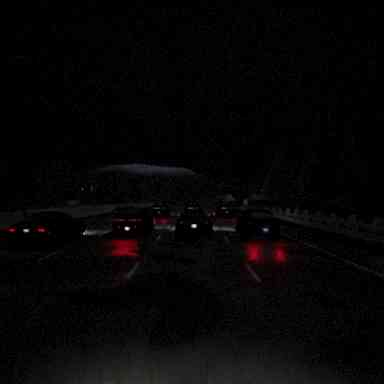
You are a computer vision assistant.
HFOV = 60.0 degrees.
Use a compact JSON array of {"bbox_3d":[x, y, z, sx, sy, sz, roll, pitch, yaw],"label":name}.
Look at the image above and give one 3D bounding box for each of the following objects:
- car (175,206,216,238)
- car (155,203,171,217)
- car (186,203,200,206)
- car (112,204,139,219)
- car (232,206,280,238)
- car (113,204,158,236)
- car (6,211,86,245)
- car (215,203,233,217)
[{"bbox_3d":[0.106,1.727,18.906,1.994,1.385,4.181,0,-1,0],"label":"car"},{"bbox_3d":[-3.388,1.929,36.711,2.128,1.511,4.902,0,-1,0],"label":"car"},{"bbox_3d":[0.111,1.928,36.705,2.128,1.511,4.902,0,-1,0],"label":"car"},{"bbox_3d":[-6.889,2.004,35.013,1.895,1.301,4.718,0,-1,0],"label":"car"},{"bbox_3d":[3.606,1.685,18.559,1.812,1.442,4.674,0,-1,0],"label":"car"},{"bbox_3d":[-3.394,1.677,19.804,1.837,1.490,4.892,0,-1,0],"label":"car"},{"bbox_3d":[-6.894,1.685,16.356,2.033,1.411,5.357,0,-1,0],"label":"car"},{"bbox_3d":[3.612,1.928,36.704,2.128,1.511,4.902,0,-1,0],"label":"car"}]
